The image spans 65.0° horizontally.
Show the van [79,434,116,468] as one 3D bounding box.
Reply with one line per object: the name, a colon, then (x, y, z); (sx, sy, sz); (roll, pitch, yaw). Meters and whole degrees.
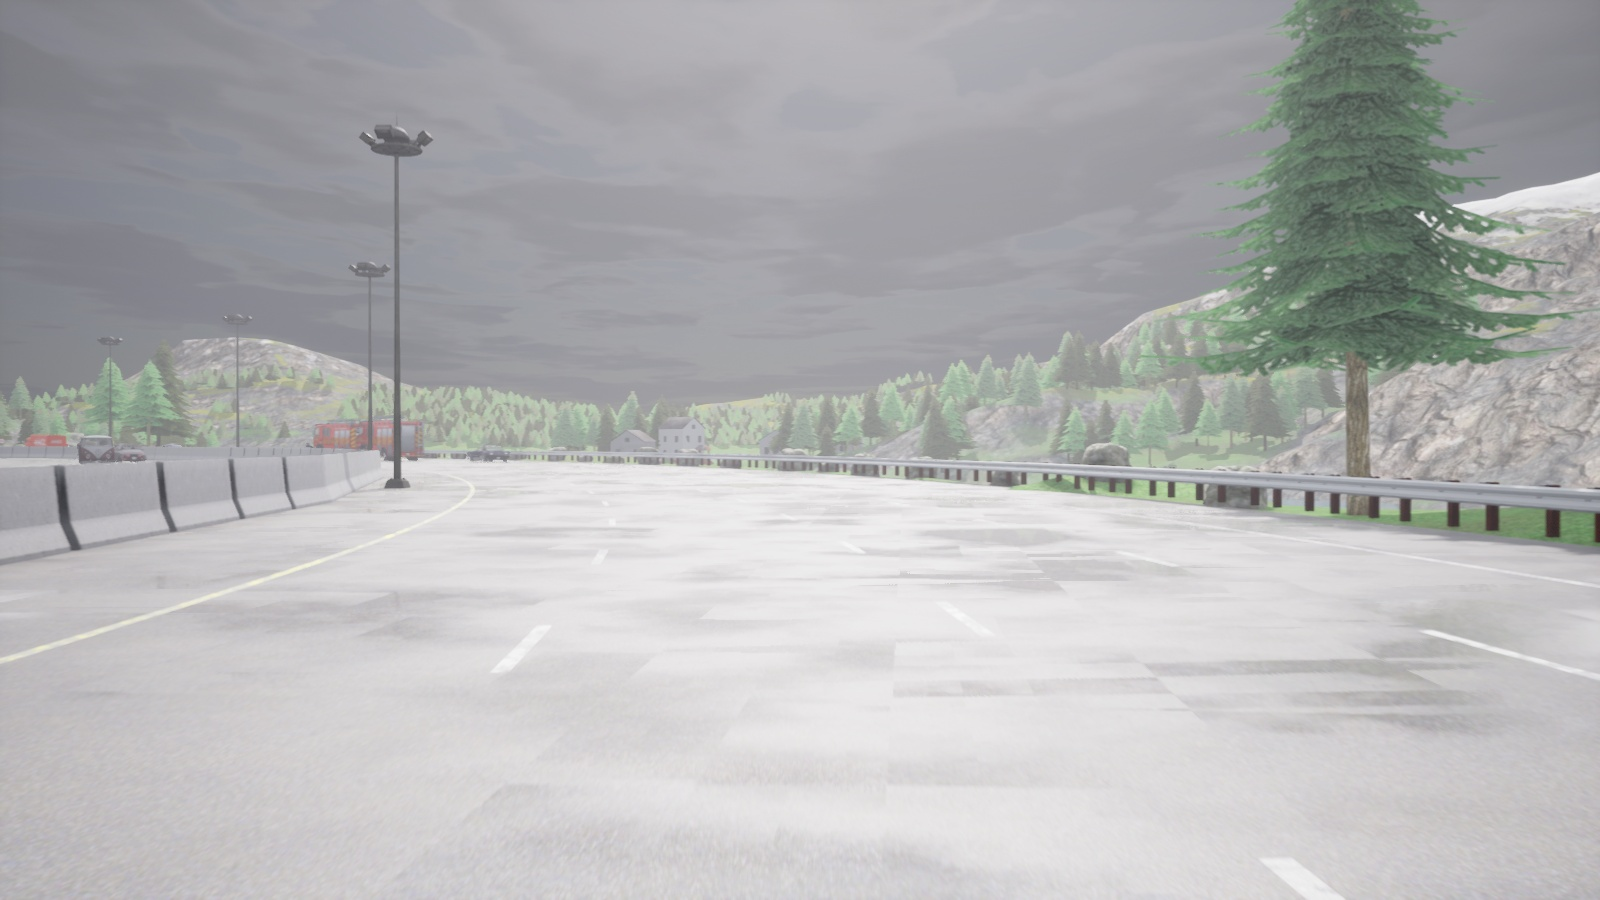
van: (-41.851, 0.056, 74.754); (1.775, 1.987, 4.442); (0, 0, -31)
